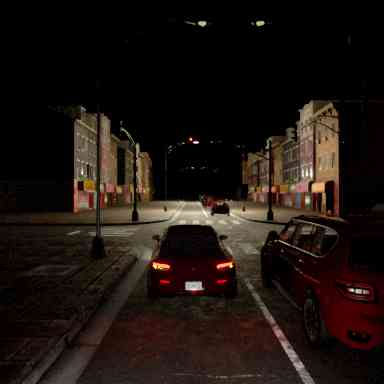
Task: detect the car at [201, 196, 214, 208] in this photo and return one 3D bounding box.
[{"bbox_3d":[2.702,1.621,48.880,1.887,1.381,4.507,1,0,0],"label":"car"}]

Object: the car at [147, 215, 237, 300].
[{"bbox_3d":[-0.041,1.530,8.291,1.812,1.442,4.674,0,0,-2],"label":"car"}]

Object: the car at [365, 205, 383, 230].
[{"bbox_3d":[13.566,1.583,20.717,4.674,1.442,1.812,0,-1,0],"label":"car"}]

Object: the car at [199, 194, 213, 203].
[{"bbox_3d":[2.710,1.407,54.318,2.192,1.841,5.009,1,0,0],"label":"car"}]

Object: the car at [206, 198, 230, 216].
[{"bbox_3d":[2.684,1.583,32.568,1.887,1.381,4.507,1,0,0],"label":"car"}]

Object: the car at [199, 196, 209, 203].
[{"bbox_3d":[2.732,1.719,76.067,2.008,1.369,4.403,0,0,0],"label":"car"}]

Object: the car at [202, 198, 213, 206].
[{"bbox_3d":[2.714,1.691,59.755,1.802,1.307,4.206,0,0,0],"label":"car"}]

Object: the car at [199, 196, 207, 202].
[{"bbox_3d":[2.744,1.780,86.942,1.947,1.339,4.313,0,0,0],"label":"car"}]

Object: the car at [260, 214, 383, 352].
[{"bbox_3d":[2.657,1.318,6.138,2.192,1.841,5.009,1,0,0],"label":"car"}]

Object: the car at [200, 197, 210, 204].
[{"bbox_3d":[2.726,1.729,70.629,1.802,1.307,4.206,0,0,0],"label":"car"}]
